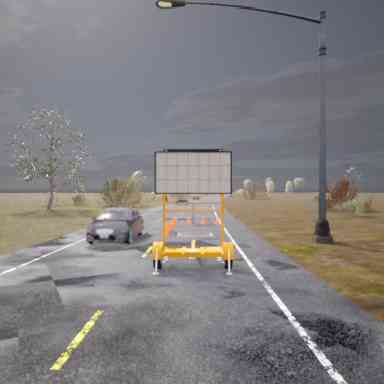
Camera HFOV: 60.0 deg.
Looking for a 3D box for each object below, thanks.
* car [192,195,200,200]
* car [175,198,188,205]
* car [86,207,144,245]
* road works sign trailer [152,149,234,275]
[{"bbox_3d":[1.207,1.577,90.043,1.895,1.301,4.718,0,0,6],"label":"car"},{"bbox_3d":[-1.730,1.590,56.555,1.895,1.301,4.718,0,0,4],"label":"car"},{"bbox_3d":[-3.446,1.490,15.662,2.128,1.511,4.902,0,0,1],"label":"car"},{"bbox_3d":[0.043,0.464,10.463,2.380,3.560,2.880,0,0,1],"label":"road works sign trailer"}]
